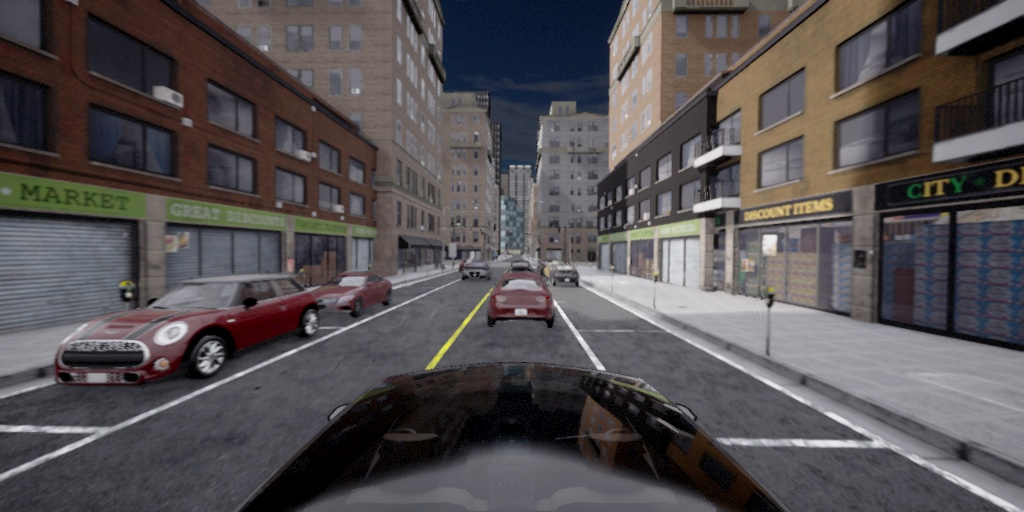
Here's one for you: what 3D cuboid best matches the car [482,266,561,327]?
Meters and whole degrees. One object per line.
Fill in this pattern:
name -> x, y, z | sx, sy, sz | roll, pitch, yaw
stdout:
car -> 0.277, 1.211, 11.181 | 1.812, 1.442, 4.674 | 0, 0, 1

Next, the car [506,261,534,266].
car -> 0.624, 1.082, 26.620 | 1.837, 1.490, 4.892 | 0, 1, 1

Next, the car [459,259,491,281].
car -> -2.552, 1.115, 26.972 | 1.994, 1.385, 4.181 | 0, 0, 1

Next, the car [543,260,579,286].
car -> 3.321, 1.168, 23.431 | 2.007, 1.370, 4.403 | 0, 0, 1

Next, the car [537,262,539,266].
car -> 3.574, 1.101, 34.600 | 1.948, 1.339, 4.313 | 0, 0, 1

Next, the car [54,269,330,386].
car -> -5.595, 1.116, 6.869 | 1.967, 1.591, 4.097 | 0, 0, 1

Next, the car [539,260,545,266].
car -> 3.451, 1.102, 29.186 | 1.751, 1.417, 4.829 | 0, 0, 1

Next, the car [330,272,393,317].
car -> -5.469, 1.219, 12.454 | 1.802, 1.307, 4.207 | 0, 0, 1
